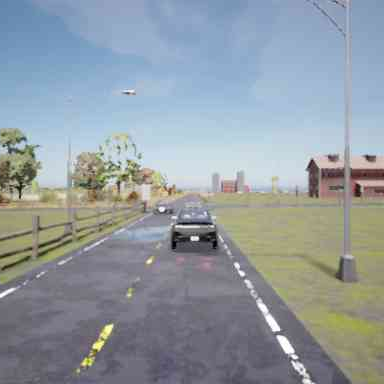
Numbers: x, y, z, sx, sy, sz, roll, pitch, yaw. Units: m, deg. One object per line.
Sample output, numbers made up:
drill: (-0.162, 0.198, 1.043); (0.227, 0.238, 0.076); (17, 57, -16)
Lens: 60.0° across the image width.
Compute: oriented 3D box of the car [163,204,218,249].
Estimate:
car: (0.102, 1.484, 14.564); (2.128, 1.511, 4.902); (0, 0, 0)

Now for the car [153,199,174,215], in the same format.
car: (-2.784, 1.478, 33.466); (2.128, 1.511, 4.902); (0, 0, 1)

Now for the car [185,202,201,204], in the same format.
car: (0.105, 1.588, 30.079); (1.895, 1.301, 4.718); (0, 0, 0)

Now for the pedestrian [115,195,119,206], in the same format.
pedestrian: (-12.152, 1.396, 53.545); (0.375, 1.860, 0.375); (0, 1, 0)
